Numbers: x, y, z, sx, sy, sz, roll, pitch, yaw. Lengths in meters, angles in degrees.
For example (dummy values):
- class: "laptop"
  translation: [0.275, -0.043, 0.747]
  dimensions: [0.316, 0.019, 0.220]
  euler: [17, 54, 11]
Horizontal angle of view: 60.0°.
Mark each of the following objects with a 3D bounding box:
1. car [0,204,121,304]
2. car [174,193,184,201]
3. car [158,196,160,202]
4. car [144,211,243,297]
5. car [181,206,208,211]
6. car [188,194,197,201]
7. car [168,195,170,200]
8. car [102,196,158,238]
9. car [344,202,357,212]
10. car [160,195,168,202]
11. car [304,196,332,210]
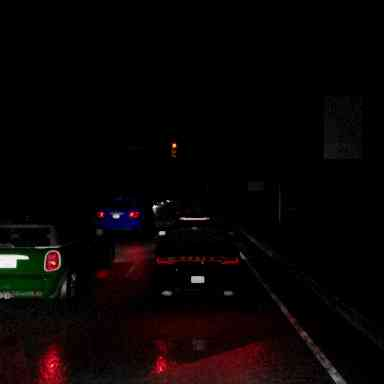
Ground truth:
- class: "car"
  translation: [-3.388, 1.349, 8.276]
  dimensions: [2.097, 1.767, 4.553]
  euler: [0, 0, 0]
- class: "car"
  translation: [-3.372, 1.183, 85.649]
  dimensions: [2.150, 2.045, 5.566]
  euler: [0, 0, 0]
- class: "car"
  translation: [-6.998, 1.479, 56.346]
  dimensions: [1.837, 1.490, 4.892]
  euler: [0, 1, 0]
- class: "car"
  translation: [0.113, 1.474, 8.648]
  dimensions: [1.882, 1.535, 5.008]
  euler: [0, 0, 0]
- class: "car"
  translation: [0.127, 1.484, 18.148]
  dimensions: [2.128, 1.511, 4.902]
  euler: [0, 0, 0]
- class: "car"
  translation: [0.128, 1.313, 85.967]
  dimensions: [2.097, 1.767, 4.553]
  euler: [0, 0, 0]
- class: "car"
  translation: [-6.871, 1.394, 86.621]
  dimensions: [1.882, 1.535, 5.008]
  euler: [0, 0, 0]
- class: "car"
  translation: [-3.393, 1.214, 17.893]
  dimensions: [2.150, 2.045, 5.566]
  euler: [0, 0, 2]
- class: "car"
  translation: [19.395, 1.547, 38.033]
  dimensions: [4.181, 1.385, 1.994]
  euler: [0, 0, 3]
- class: "car"
  translation: [-6.893, 1.510, 71.761]
  dimensions: [2.033, 1.411, 5.357]
  euler: [0, 0, 0]
- class: "car"
  translation: [16.474, 1.335, 41.710]
  dimensions: [4.553, 1.767, 2.097]
  euler: [0, 0, 3]
